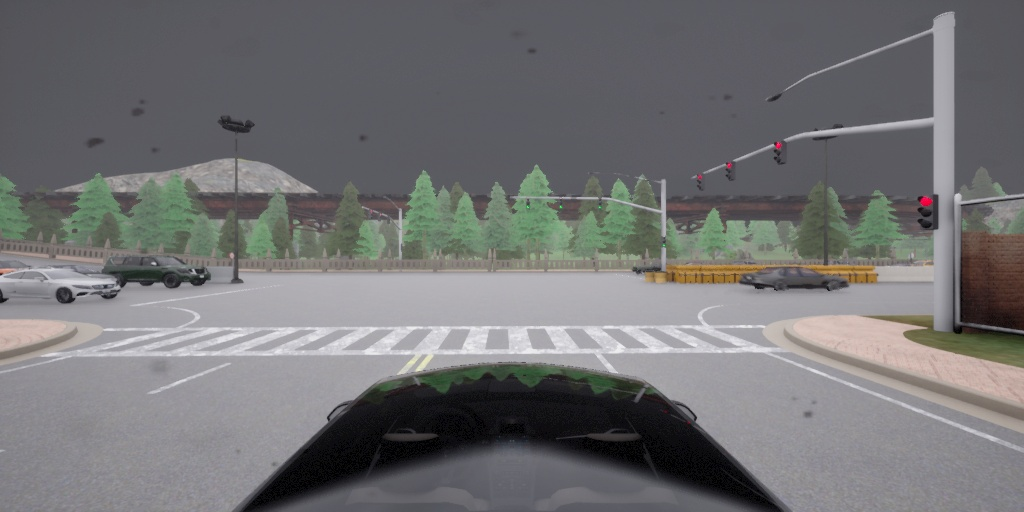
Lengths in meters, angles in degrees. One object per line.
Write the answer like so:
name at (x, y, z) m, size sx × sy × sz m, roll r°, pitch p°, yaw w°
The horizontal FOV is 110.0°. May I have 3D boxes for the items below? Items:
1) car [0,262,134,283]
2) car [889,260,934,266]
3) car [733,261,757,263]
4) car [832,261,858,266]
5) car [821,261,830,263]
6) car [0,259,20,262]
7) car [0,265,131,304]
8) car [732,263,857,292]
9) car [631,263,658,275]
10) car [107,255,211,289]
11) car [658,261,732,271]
car at (-24.115, 1.230, 19.290) m, size 4.902 × 1.511 × 2.128 m, roll 0°, pitch 0°, yaw -2°
car at (34.804, 1.310, 31.847) m, size 4.181 × 1.385 × 1.994 m, roll 0°, pitch 0°, yaw -2°
car at (24.534, 1.236, 38.532) m, size 4.902 × 1.511 × 2.128 m, roll 0°, pitch 0°, yaw -2°
car at (34.690, 1.236, 38.847) m, size 4.902 × 1.511 × 2.128 m, roll 0°, pitch 0°, yaw -2°
car at (24.859, 1.310, 31.539) m, size 4.181 × 1.385 × 1.994 m, roll 0°, pitch 0°, yaw -2°
car at (-32.097, 1.009, 22.547) m, size 4.553 × 1.767 × 2.097 m, roll 2°, pitch 0°, yaw -2°
car at (-20.276, 1.273, 15.855) m, size 4.674 × 1.442 × 1.812 m, roll 0°, pitch 0°, yaw 0°
car at (16.021, 1.295, 20.554) m, size 5.357 × 1.411 × 2.033 m, roll 0°, pitch 0°, yaw -2°
car at (15.281, 1.346, 38.239) m, size 4.718 × 1.301 × 1.895 m, roll 0°, pitch 0°, yaw -2°
car at (-22.591, 0.962, 22.839) m, size 5.566 × 2.045 × 2.150 m, roll 0°, pitch 0°, yaw -2°
car at (15.868, 1.223, 31.255) m, size 5.008 × 1.535 × 1.882 m, roll 0°, pitch 0°, yaw -2°
